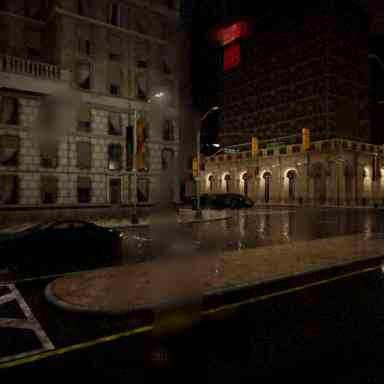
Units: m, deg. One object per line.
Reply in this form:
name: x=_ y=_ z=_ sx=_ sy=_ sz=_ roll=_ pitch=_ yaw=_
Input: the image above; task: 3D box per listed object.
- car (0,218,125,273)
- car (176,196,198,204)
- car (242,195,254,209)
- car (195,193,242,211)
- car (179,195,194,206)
car: x=-4.304 y=1.564 z=10.744 sx=4.181 sy=1.385 sz=1.994 roll=0 pitch=0 yaw=-35
car: x=-1.029 y=1.491 z=66.762 sx=2.128 sy=1.511 sz=4.902 roll=0 pitch=0 yaw=-35
car: x=5.755 y=1.220 z=44.730 sx=2.150 sy=2.045 sz=5.566 roll=0 pitch=0 yaw=-35
car: x=3.253 y=1.220 z=42.194 sx=2.150 sy=2.045 sz=5.566 roll=0 pitch=0 yaw=-36
car: x=-1.786 y=1.548 z=55.315 sx=2.033 sy=1.411 sz=5.357 roll=0 pitch=0 yaw=-35
